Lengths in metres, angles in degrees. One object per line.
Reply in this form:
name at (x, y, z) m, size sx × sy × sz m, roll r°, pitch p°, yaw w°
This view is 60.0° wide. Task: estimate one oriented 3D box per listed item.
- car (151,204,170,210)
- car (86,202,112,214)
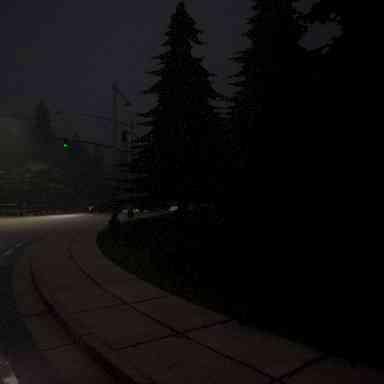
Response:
car at (-4.240, 1.491, 37.956) m, size 2.128 × 1.511 × 4.902 m, roll 0°, pitch 0°, yaw 26°
car at (-9.339, 1.492, 36.224) m, size 2.128 × 1.511 × 4.902 m, roll 0°, pitch 0°, yaw 26°
